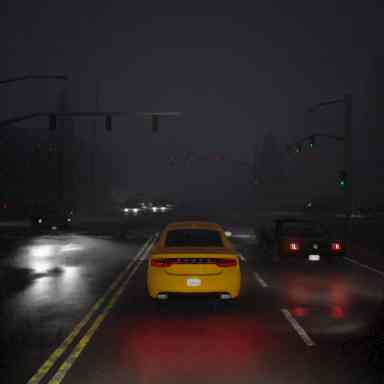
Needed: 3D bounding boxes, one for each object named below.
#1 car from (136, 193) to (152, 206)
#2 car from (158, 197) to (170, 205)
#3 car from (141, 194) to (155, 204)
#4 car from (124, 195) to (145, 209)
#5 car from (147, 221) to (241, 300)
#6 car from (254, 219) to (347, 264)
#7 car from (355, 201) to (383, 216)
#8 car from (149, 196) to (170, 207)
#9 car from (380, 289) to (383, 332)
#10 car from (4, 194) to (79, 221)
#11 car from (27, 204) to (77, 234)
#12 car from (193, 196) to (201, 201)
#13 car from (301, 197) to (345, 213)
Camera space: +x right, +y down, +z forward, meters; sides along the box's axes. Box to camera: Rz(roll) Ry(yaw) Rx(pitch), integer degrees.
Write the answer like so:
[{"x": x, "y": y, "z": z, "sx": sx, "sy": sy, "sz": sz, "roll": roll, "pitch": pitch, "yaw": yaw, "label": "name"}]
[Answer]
[{"x": -8.441, "y": 1.221, "z": 55.750, "sx": 2.150, "sy": 2.045, "sz": 5.566, "roll": 0, "pitch": 0, "yaw": -1, "label": "car"}, {"x": -5.029, "y": 1.564, "z": 59.772, "sx": 1.994, "sy": 1.385, "sz": 4.181, "roll": 0, "pitch": 0, "yaw": -1, "label": "car"}, {"x": -8.642, "y": 1.352, "z": 65.550, "sx": 2.097, "sy": 1.767, "sz": 4.553, "roll": 0, "pitch": 0, "yaw": -1, "label": "car"}, {"x": -8.208, "y": 1.564, "z": 46.431, "sx": 1.994, "sy": 1.385, "sz": 4.181, "roll": 0, "pitch": 0, "yaw": -1, "label": "car"}, {"x": 0.034, "y": 1.478, "z": 8.471, "sx": 1.882, "sy": 1.535, "sz": 5.008, "roll": 0, "pitch": 0, "yaw": 0, "label": "car"}, {"x": 3.502, "y": 1.601, "z": 11.795, "sx": 1.895, "sy": 1.301, "sz": 4.718, "roll": 0, "pitch": 0, "yaw": -1, "label": "car"}, {"x": 18.773, "y": 1.547, "z": 32.194, "sx": 5.357, "sy": 1.411, "sz": 2.033, "roll": 0, "pitch": 0, "yaw": -2, "label": "car"}, {"x": -4.793, "y": 1.564, "z": 49.743, "sx": 1.994, "sy": 1.385, "sz": 4.181, "roll": 0, "pitch": 0, "yaw": -2, "label": "car"}, {"x": 3.597, "y": 1.478, "z": 2.706, "sx": 1.882, "sy": 1.535, "sz": 5.008, "roll": 0, "pitch": 0, "yaw": 0, "label": "car"}, {"x": -12.261, "y": 1.223, "z": 27.233, "sx": 5.566, "sy": 2.045, "sz": 2.150, "roll": 0, "pitch": 0, "yaw": -7, "label": "car"}, {"x": -8.382, "y": 1.601, "z": 19.629, "sx": 1.895, "sy": 1.301, "sz": 4.718, "roll": 0, "pitch": 0, "yaw": -30, "label": "car"}, {"x": 1.306, "y": 1.595, "z": 88.208, "sx": 1.895, "sy": 1.301, "sz": 4.718, "roll": 0, "pitch": 0, "yaw": -1, "label": "car"}, {"x": 14.083, "y": 1.352, "z": 35.560, "sx": 4.553, "sy": 1.767, "sz": 2.097, "roll": 0, "pitch": 0, "yaw": -2, "label": "car"}]
